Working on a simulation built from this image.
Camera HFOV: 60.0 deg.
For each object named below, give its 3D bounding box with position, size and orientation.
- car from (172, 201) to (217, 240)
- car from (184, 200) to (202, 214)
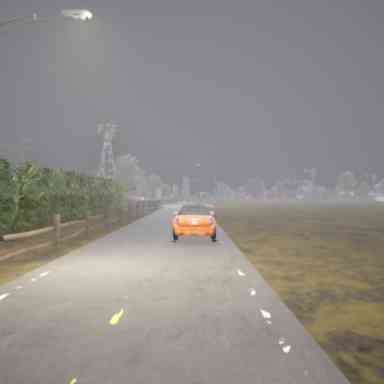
[{"bbox_3d":[0.109,1.430,17.466,2.097,1.767,4.553,0,0,0],"label":"car"},{"bbox_3d":[0.120,1.754,39.958,2.033,1.411,5.357,0,0,0],"label":"car"}]
